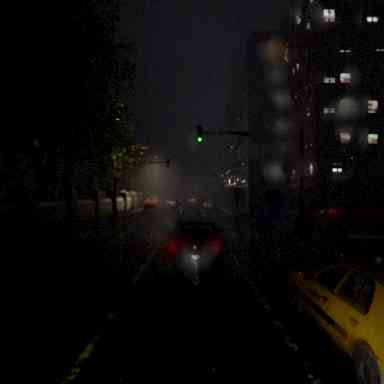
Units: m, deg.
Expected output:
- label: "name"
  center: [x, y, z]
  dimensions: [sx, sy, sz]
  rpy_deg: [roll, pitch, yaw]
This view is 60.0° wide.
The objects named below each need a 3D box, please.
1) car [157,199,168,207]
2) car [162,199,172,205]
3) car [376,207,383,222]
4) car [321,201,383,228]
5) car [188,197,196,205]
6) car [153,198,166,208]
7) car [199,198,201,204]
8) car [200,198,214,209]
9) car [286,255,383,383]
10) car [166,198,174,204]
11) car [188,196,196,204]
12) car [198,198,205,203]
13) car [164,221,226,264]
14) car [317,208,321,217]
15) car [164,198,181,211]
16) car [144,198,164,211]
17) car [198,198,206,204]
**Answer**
- label: "car"
  center: [-5.700, 2.106, 64.819]
  dimensions: [1.887, 1.381, 4.507]
  rpy_deg: [0, -1, 0]
- label: "car"
  center: [-5.701, 2.245, 75.888]
  dimensions: [1.802, 1.307, 4.206]
  rpy_deg: [0, -1, 0]
- label: "car"
  center: [20.302, 2.189, 31.656]
  dimensions: [4.507, 1.381, 1.887]
  rpy_deg: [1, -1, 0]
- label: "car"
  center: [13.556, 1.719, 26.037]
  dimensions: [5.566, 2.045, 2.150]
  rpy_deg: [1, 0, 2]
- label: "car"
  center: [-0.006, 2.234, 73.969]
  dimensions: [1.895, 1.301, 4.718]
  rpy_deg: [0, -1, 0]
- label: "car"
  center: [-5.700, 1.951, 59.284]
  dimensions: [1.967, 1.590, 4.097]
  rpy_deg: [0, -1, 0]
- label: "car"
  center: [2.681, 2.056, 59.285]
  dimensions: [1.887, 1.381, 4.507]
  rpy_deg: [0, -1, 0]
- label: "car"
  center: [2.681, 1.988, 53.920]
  dimensions: [1.752, 1.417, 4.829]
  rpy_deg: [0, -1, 0]
- label: "car"
  center: [2.688, 1.567, 4.821]
  dimensions: [1.752, 1.417, 4.829]
  rpy_deg: [0, 0, 0]
- label: "car"
  center: [-5.702, 2.347, 86.958]
  dimensions: [1.802, 1.307, 4.206]
  rpy_deg: [0, -1, 0]
- label: "car"
  center: [-0.008, 2.005, 83.922]
  dimensions: [2.097, 1.767, 4.553]
  rpy_deg: [0, -1, 0]
- label: "car"
  center: [2.677, 2.363, 92.495]
  dimensions: [1.887, 1.381, 4.507]
  rpy_deg: [0, -1, 0]
- label: "car"
  center: [0.097, 1.704, 12.203]
  dimensions: [1.895, 1.301, 4.718]
  rpy_deg: [0, 0, 0]
- label: "car"
  center: [14.612, 1.856, 31.643]
  dimensions: [5.009, 1.841, 2.192]
  rpy_deg: [1, -1, 0]
- label: "car"
  center: [-3.085, 1.966, 49.096]
  dimensions: [2.033, 1.411, 5.357]
  rpy_deg: [0, 0, 0]
- label: "car"
  center: [-5.699, 1.726, 48.215]
  dimensions: [2.192, 1.841, 5.009]
  rpy_deg: [0, -1, 0]
- label: "car"
  center: [2.678, 2.311, 86.960]
  dimensions: [1.887, 1.381, 4.507]
  rpy_deg: [0, -1, 0]
